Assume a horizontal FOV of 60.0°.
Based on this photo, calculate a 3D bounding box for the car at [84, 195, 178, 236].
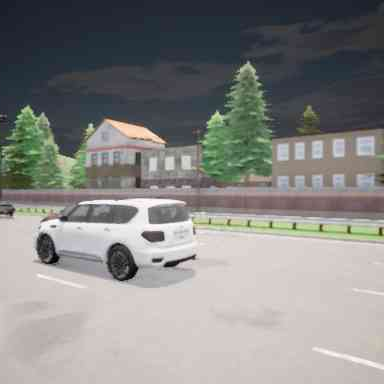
[{"bbox_3d":[-3.706,1.217,19.527,5.566,2.045,2.150,0,0,35],"label":"car"}]

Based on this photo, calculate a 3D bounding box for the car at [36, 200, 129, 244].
[{"bbox_3d":[-5.514,1.347,16.518,4.553,1.767,2.097,0,0,35],"label":"car"}]

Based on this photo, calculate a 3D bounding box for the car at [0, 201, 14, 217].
[{"bbox_3d":[-17.674,1.481,29.484,4.902,1.511,2.128,0,0,35],"label":"car"}]

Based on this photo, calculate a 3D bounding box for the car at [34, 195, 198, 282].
[{"bbox_3d":[-2.448,1.219,10.034,5.566,2.045,2.150,0,0,35],"label":"car"}]
